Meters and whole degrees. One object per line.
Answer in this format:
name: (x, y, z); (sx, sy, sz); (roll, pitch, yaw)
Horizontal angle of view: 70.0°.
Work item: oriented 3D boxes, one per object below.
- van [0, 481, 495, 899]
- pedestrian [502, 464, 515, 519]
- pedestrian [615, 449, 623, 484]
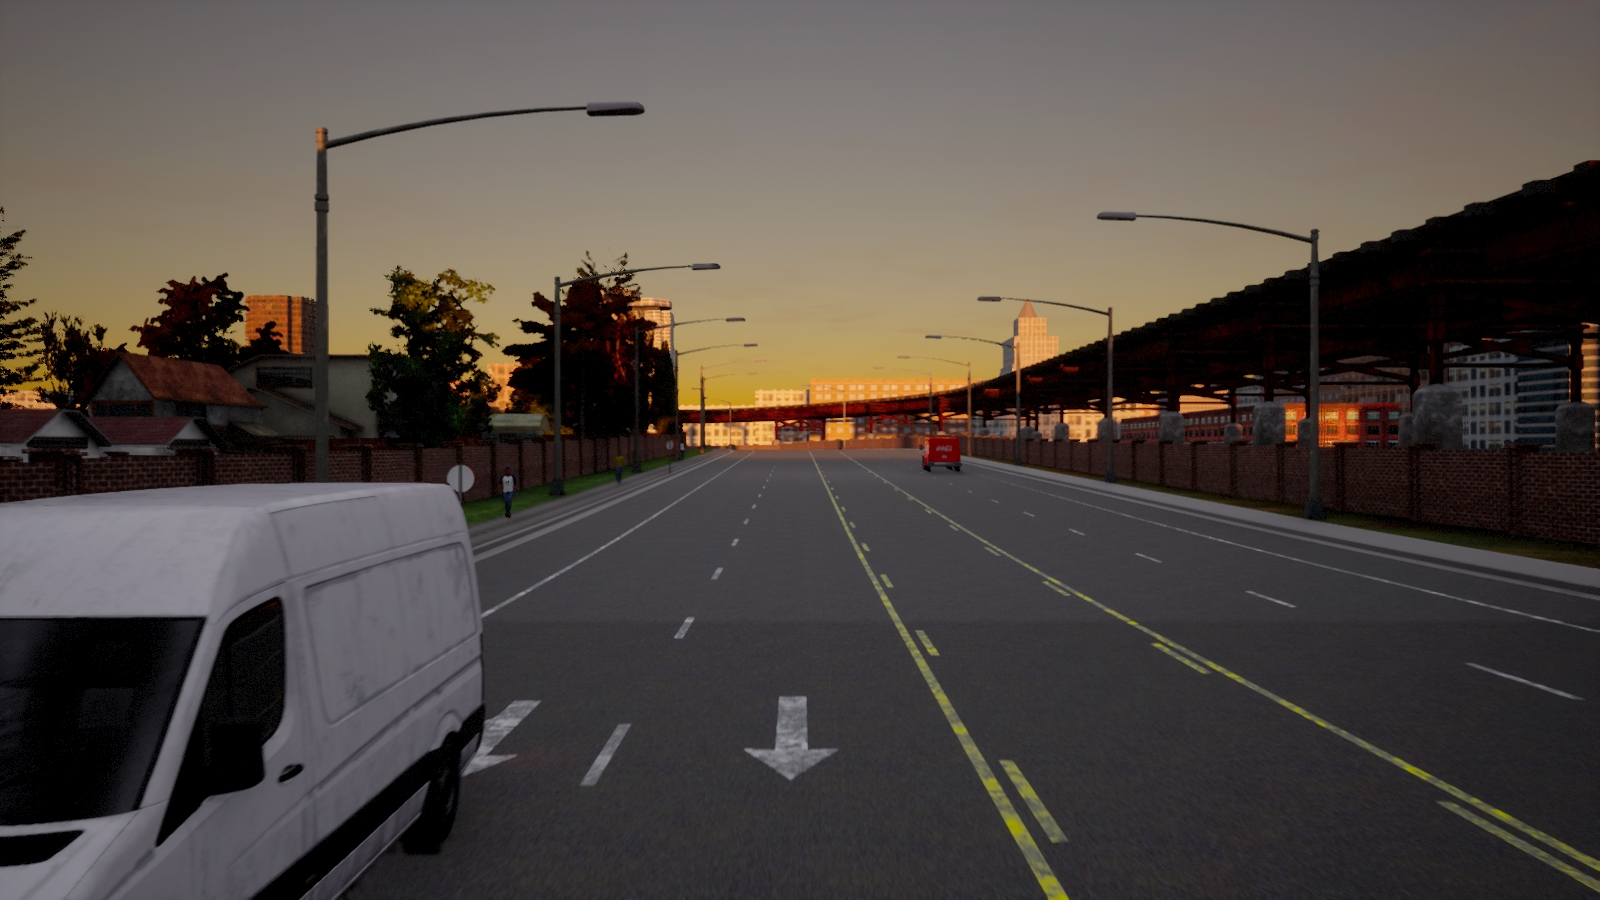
van: (-3.510, 1.534, 6.482); (1.988, 2.561, 5.915); (0, 0, 0)
pedestrian: (-9.891, 1.413, 38.774); (0.375, 1.860, 0.375); (0, 0, -3)
pedestrian: (-9.799, 0.903, 61.817); (0.375, 1.860, 0.375); (0, 0, -1)
